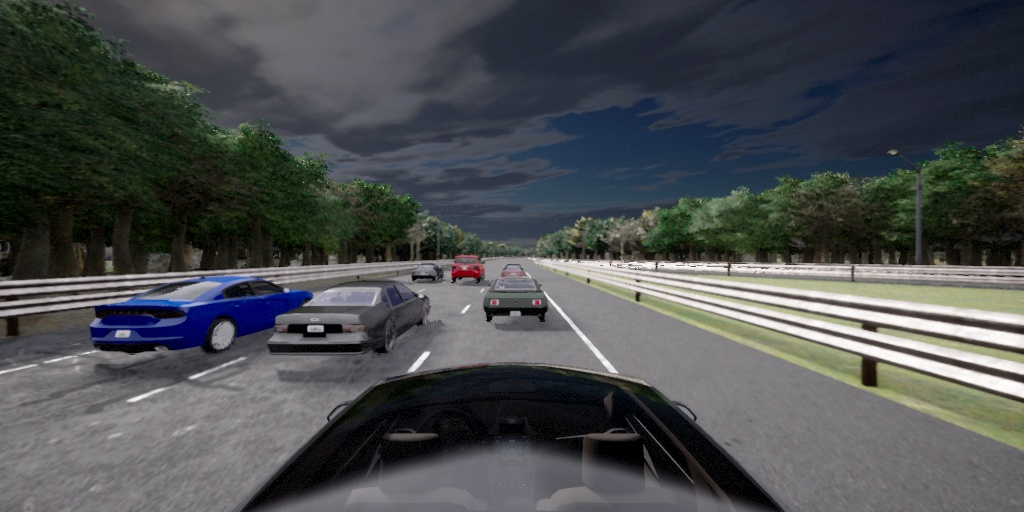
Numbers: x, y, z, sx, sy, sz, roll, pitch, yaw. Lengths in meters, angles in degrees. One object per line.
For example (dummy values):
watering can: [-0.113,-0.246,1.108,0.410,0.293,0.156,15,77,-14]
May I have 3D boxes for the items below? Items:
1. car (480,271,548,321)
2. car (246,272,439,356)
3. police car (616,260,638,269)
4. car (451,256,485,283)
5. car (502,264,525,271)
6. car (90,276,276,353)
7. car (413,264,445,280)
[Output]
car: [0.109,1.355,12.422,1.895,1.301,4.718,0,0,0]
car: [-3.396,1.299,8.679,2.033,1.411,5.357,0,0,0]
police car: [19.581,1.490,61.164,2.038,1.542,4.974,0,0,-18]
car: [-3.377,0.989,28.273,2.150,2.045,5.566,0,0,0]
car: [0.116,1.338,29.652,1.994,1.385,4.181,0,0,0]
car: [-6.897,1.230,8.832,1.882,1.535,5.008,0,0,0]
car: [-6.883,1.311,29.698,1.994,1.385,4.181,1,-1,0]
